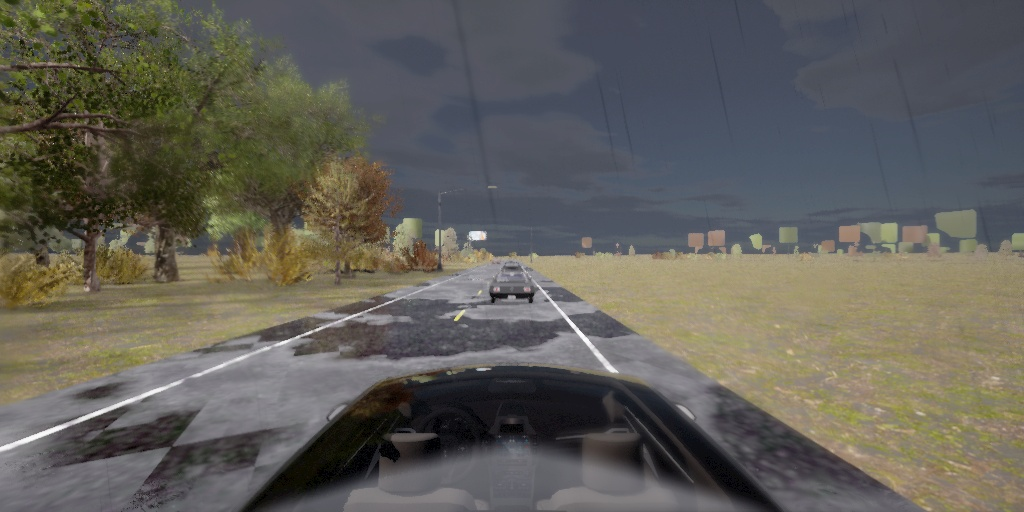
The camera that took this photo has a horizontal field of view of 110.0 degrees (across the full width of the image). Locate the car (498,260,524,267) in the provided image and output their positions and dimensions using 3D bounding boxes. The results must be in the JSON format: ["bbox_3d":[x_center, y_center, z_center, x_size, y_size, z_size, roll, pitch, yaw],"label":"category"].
[{"bbox_3d":[0.000,1.264,31.500,1.837,1.490,4.892,0,0,0],"label":"car"}]

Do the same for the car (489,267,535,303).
[{"bbox_3d":[0.000,1.364,16.530,1.895,1.301,4.718,0,0,0],"label":"car"}]
